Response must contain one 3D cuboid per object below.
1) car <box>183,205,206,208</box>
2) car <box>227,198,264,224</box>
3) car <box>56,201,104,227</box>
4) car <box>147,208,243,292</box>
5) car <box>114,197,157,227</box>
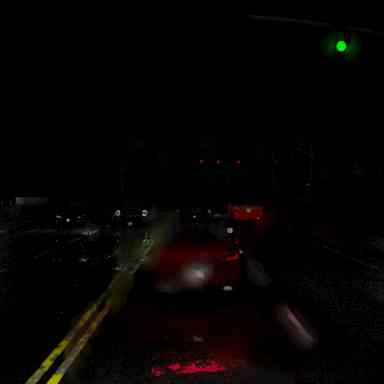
[{"bbox_3d":[0.129,1.421,19.039,2.033,1.411,5.357,0,0,0],"label":"car"},{"bbox_3d":[3.662,1.196,23.467,2.097,1.767,4.553,0,0,1],"label":"car"},{"bbox_3d":[-7.018,1.365,21.339,1.837,1.490,4.892,0,0,1],"label":"car"},{"bbox_3d":[0.112,1.418,8.818,1.882,1.535,5.008,0,0,0],"label":"car"},{"bbox_3d":[-3.521,1.210,21.225,2.097,1.767,4.553,0,0,1],"label":"car"}]
